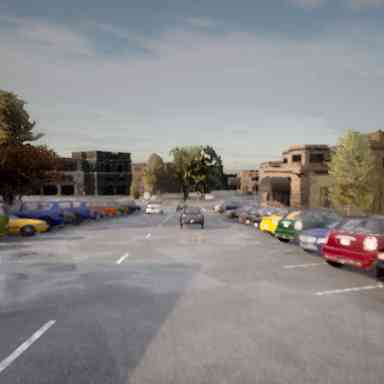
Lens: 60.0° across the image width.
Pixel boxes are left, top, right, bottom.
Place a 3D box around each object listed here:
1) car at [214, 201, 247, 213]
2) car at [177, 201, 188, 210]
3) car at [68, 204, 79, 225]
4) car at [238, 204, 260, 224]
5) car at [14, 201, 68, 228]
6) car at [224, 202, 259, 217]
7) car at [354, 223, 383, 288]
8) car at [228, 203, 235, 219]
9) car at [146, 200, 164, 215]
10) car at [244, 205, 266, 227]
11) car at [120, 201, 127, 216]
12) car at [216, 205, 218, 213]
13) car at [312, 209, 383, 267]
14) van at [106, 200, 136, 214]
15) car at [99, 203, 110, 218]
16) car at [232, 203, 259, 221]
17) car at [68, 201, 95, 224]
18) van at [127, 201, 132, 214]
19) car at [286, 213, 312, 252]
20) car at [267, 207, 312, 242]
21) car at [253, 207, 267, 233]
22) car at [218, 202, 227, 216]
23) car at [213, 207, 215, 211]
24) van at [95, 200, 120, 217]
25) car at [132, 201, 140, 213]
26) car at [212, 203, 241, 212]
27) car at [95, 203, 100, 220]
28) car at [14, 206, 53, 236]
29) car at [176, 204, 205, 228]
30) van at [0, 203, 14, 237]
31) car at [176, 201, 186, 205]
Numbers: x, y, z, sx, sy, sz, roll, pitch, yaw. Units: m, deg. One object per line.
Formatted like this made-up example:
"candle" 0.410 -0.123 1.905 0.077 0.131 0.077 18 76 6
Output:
"car" 5.994 2.373 51.371 4.553 1.767 2.185 1 -2 -21
"car" -1.945 2.713 68.782 2.097 1.767 4.553 0 0 -1
"car" -11.474 1.967 25.419 4.892 1.521 2.231 0 -1 -20
"car" 6.311 1.916 24.910 4.892 1.521 2.231 1 -2 -20
"car" -11.502 1.648 22.410 5.566 2.045 2.435 0 -1 -20
"car" 6.248 2.109 33.715 5.008 1.535 2.097 1 -1 -20
"car" 6.398 1.564 7.305 5.008 1.535 2.097 1 -1 -20
"car" 6.240 2.074 30.770 4.792 1.488 2.163 1 -1 -20
"car" -5.150 2.170 47.104 2.150 2.045 5.566 0 -2 0
"car" 6.329 1.852 21.978 4.892 1.521 2.231 1 -2 -20
"car" -11.227 2.245 43.477 4.553 1.767 2.185 0 -1 -19
"car" 6.149 2.304 42.528 5.008 1.535 2.097 1 -1 -21
"car" 6.367 1.486 10.238 4.553 1.767 2.185 1 -1 -20
"van" -11.189 2.348 52.427 4.442 1.987 1.878 0 -1 -19
"car" -11.414 2.170 34.456 4.892 1.521 2.231 0 -2 -19
"car" 6.301 1.980 27.844 5.008 1.535 2.097 1 -1 -20
"car" -11.494 1.783 28.427 5.566 2.045 2.435 0 -1 -20
"van" -11.091 2.212 46.514 4.442 1.987 1.878 0 -2 -19
"car" 6.389 1.705 13.167 4.674 1.452 2.002 1 -1 -20
"car" 6.343 1.598 16.103 4.553 1.767 2.185 1 -2 -20
"car" 6.349 1.786 19.041 5.008 1.535 2.097 1 -2 -20
"car" 6.035 2.167 36.585 5.366 1.575 1.946 1 -1 -20
"car" 6.090 2.464 48.439 4.792 1.488 2.163 1 -2 -21
"van" -11.424 2.079 40.426 4.442 1.987 1.878 0 -1 -19
"car" -11.114 2.254 49.484 5.566 2.045 2.435 0 -2 -19
"car" 5.937 2.669 57.273 4.674 1.452 2.002 1 -1 -21
"car" -11.464 2.131 31.436 4.792 1.488 2.163 0 -1 -19
"car" -11.285 1.828 19.487 5.366 1.575 1.946 0 -2 -20
"car" -0.020 1.974 26.454 2.128 1.511 4.902 0 -1 0
"van" -11.554 1.541 16.388 4.442 1.987 1.878 0 -1 -20
"car" -1.768 2.561 59.112 2.097 1.767 4.553 0 -1 -1
